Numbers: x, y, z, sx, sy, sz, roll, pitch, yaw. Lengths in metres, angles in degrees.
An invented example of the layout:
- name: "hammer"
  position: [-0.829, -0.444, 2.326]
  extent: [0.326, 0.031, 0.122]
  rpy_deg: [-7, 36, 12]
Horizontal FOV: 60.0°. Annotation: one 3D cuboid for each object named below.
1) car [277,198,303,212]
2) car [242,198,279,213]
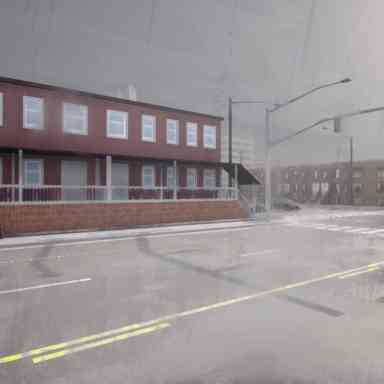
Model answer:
- name: "car"
  position: [10.335, 1.463, 37.962]
  extent: [2.128, 1.511, 4.902]
  rpy_deg: [0, 0, -36]
- name: "car"
  position: [6.823, 1.565, 36.837]
  extent: [1.895, 1.301, 4.718]
  rpy_deg: [0, 0, -36]
